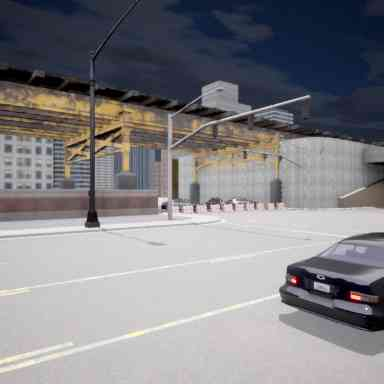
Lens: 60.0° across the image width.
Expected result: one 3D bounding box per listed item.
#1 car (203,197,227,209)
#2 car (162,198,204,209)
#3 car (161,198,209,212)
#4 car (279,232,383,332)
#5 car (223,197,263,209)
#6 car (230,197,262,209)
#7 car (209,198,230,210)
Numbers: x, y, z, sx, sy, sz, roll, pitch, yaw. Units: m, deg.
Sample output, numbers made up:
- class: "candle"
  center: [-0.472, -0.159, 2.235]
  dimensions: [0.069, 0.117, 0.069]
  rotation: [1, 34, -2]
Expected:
- class: "car"
  center: [2.850, 1.295, 40.558]
  dimensions: [1.853, 1.218, 4.536]
  rotation: [0, 0, 18]
- class: "car"
  center: [-0.962, 1.295, 37.830]
  dimensions: [4.536, 1.218, 1.853]
  rotation: [0, 0, 8]
- class: "car"
  center: [-0.911, 1.453, 37.823]
  dimensions: [4.974, 1.542, 2.038]
  rotation: [0, 0, 8]
- class: "car"
  center: [4.098, 1.547, 6.701]
  dimensions: [5.357, 1.411, 2.033]
  rotation: [0, 0, -35]
- class: "car"
  center: [6.744, 1.452, 44.268]
  dimensions: [4.974, 1.542, 2.038]
  rotation: [0, 0, -7]
- class: "car"
  center: [6.693, 1.295, 44.262]
  dimensions: [4.536, 1.218, 1.853]
  rotation: [0, 0, -7]
- class: "car"
  center: [2.834, 1.453, 40.508]
  dimensions: [2.038, 1.542, 4.974]
  rotation: [0, 0, 18]
